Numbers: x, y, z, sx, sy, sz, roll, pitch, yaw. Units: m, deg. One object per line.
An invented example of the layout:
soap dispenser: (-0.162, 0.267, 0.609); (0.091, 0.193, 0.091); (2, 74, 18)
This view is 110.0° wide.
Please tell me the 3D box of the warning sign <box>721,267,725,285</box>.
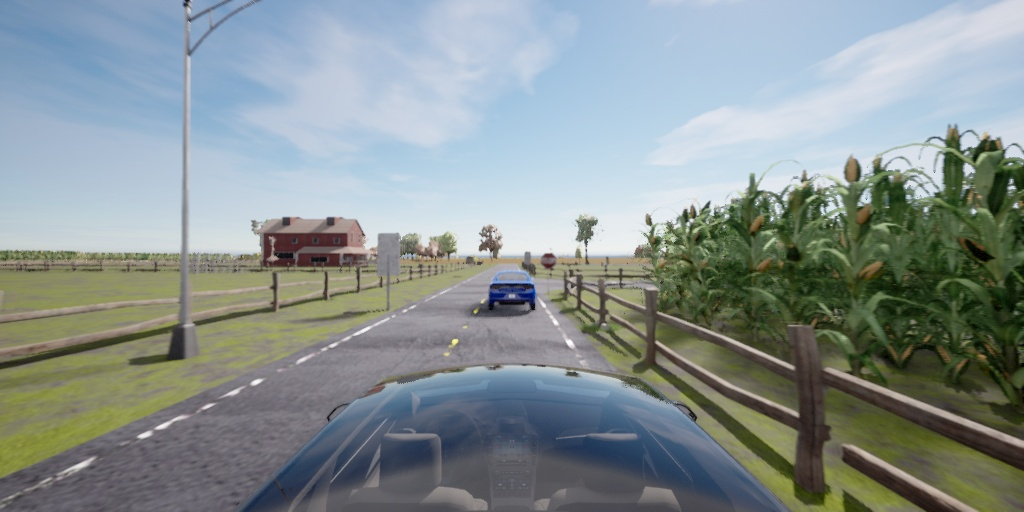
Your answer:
warning sign: (15.860, 1.210, 26.533); (1.060, 1.860, 1.300); (0, 0, 0)

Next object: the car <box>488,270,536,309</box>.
car: (0.012, 1.364, 15.777); (1.882, 1.535, 5.008); (0, -1, 0)
